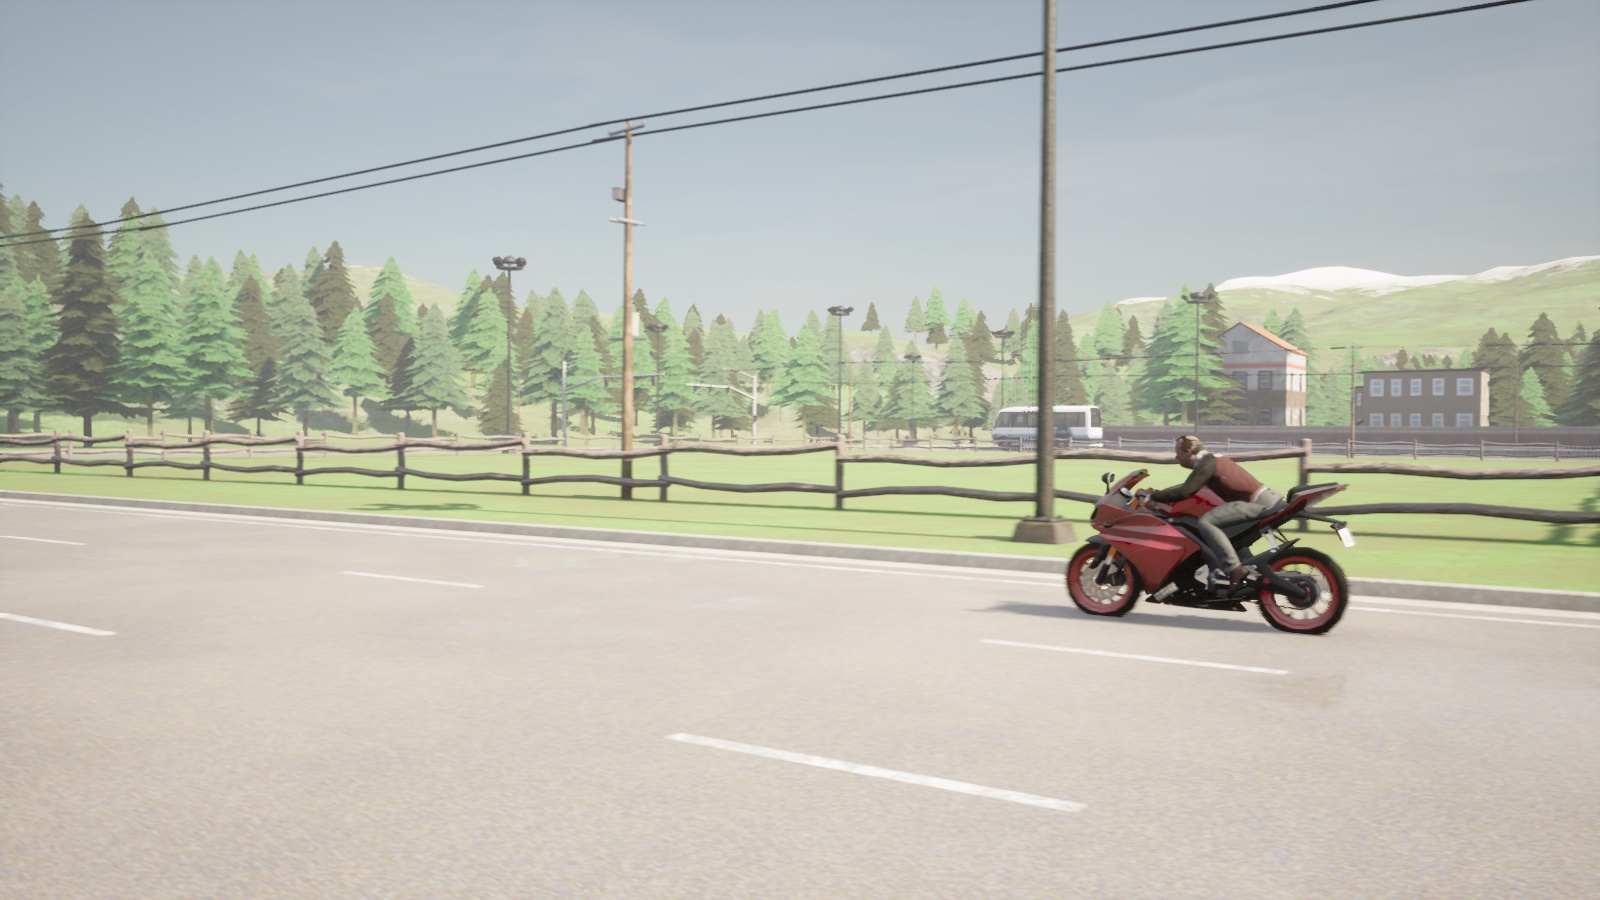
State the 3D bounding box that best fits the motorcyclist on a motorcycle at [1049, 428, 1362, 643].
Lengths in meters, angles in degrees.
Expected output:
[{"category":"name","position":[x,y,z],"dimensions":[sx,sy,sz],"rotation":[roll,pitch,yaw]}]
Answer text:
[{"category":"motorcyclist on a motorcycle","position":[3.173,0.606,9.920],"dimensions":[2.191,1.530,0.866],"rotation":[0,1,34]}]
